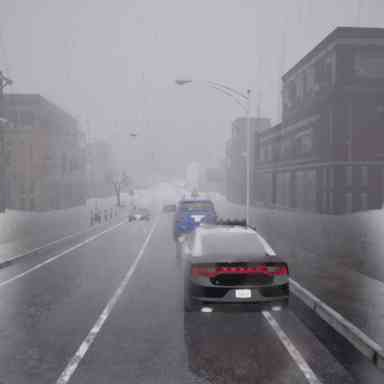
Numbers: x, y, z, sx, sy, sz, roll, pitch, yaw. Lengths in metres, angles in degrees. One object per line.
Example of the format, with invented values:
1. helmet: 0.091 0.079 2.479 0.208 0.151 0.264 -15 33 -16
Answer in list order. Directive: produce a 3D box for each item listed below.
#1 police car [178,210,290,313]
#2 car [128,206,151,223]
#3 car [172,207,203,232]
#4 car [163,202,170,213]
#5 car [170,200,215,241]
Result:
1. police car: 0.715 1.464 7.960 1.930 1.638 5.238 0 -1 -3
2. car: -4.950 2.072 31.731 2.128 1.511 4.902 0 -1 -5
3. car: -0.410 1.852 23.934 1.882 1.535 5.008 0 -2 -5
4. car: -3.102 2.128 46.720 1.882 1.535 5.008 0 0 -4
5. car: 0.065 1.434 17.965 2.150 2.045 5.566 0 -1 -4
